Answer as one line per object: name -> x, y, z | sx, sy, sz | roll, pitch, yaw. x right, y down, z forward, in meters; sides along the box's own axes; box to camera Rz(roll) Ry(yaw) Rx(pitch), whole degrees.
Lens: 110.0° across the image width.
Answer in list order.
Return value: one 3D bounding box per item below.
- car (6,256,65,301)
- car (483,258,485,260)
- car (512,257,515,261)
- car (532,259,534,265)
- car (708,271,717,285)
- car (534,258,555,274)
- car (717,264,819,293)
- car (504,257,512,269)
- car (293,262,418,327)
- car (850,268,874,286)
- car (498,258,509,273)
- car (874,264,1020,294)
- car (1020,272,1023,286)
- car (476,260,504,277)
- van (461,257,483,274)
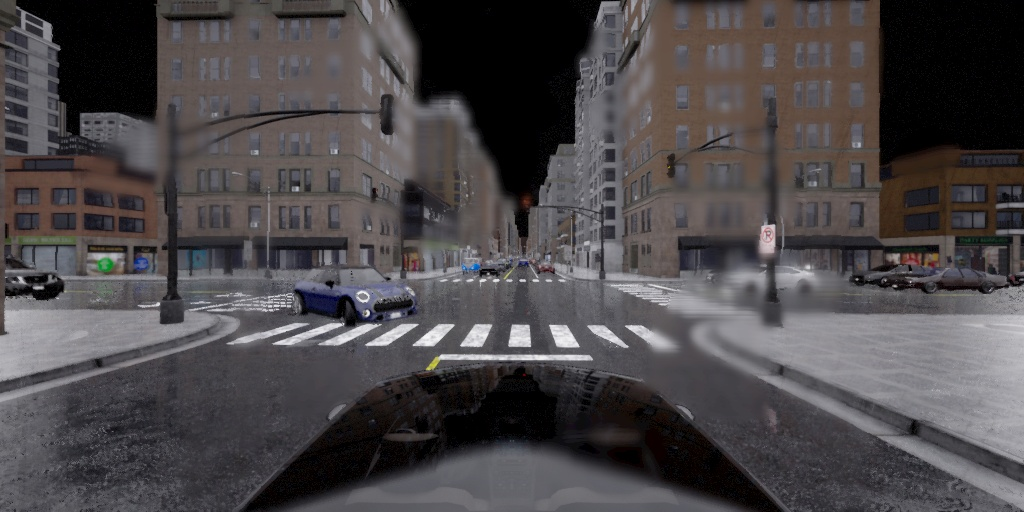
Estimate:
car -> -22.215, 0.955, 14.863 | 5.566, 2.045, 2.150 | 0, 0, 2
car -> -4.519, 1.090, 46.633 | 2.192, 1.841, 5.009 | 0, 0, 2
car -> -1.114, 1.146, 64.498 | 2.097, 1.767, 4.553 | 0, 0, 3
car -> 4.002, 1.341, 46.350 | 1.948, 1.339, 4.313 | 0, 0, 2
car -> 15.646, 1.257, 23.739 | 4.902, 1.511, 2.128 | 0, 0, 2
car -> 3.814, 1.210, 40.828 | 1.967, 1.591, 4.097 | 0, 0, 2
car -> 14.769, 1.291, 20.511 | 4.674, 1.442, 1.812 | 0, 0, 3
car -> -1.488, 1.136, 54.515 | 2.097, 1.767, 4.553 | 0, 0, 2
car -> -5.096, 1.096, 11.565 | 4.553, 1.767, 2.097 | 0, 1, 37
car -> 25.063, 1.284, 23.470 | 4.892, 1.490, 1.837 | 0, 0, 2
car -> -1.812, 1.338, 44.877 | 1.994, 1.385, 4.181 | 0, 0, 3
car -> 24.356, 1.326, 20.238 | 5.357, 1.411, 2.033 | 0, 0, 2
car -> 35.046, 1.360, 23.176 | 4.181, 1.385, 1.994 | 0, 0, 2
car -> -2.142, 1.365, 35.794 | 1.895, 1.301, 4.718 | 0, 0, 2
van -> -4.707, 1.111, 41.113 | 1.690, 1.789, 3.998 | 0, 0, 2
